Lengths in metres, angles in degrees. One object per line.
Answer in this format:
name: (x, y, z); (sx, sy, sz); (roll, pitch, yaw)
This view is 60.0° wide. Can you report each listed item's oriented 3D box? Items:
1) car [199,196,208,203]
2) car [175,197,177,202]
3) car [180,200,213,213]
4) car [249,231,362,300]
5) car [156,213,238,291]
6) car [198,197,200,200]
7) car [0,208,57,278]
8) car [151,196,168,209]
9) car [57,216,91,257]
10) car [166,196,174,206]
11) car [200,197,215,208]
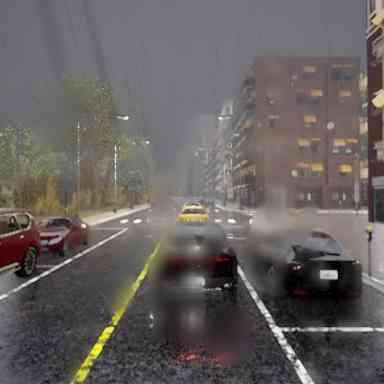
car: (2.681, 1.844, 80.585); (1.967, 1.590, 4.097); (1, 0, 0)
car: (-5.193, 1.981, 85.431); (2.008, 1.369, 4.403); (1, 0, 0)
car: (0.150, 1.553, 20.983); (1.801, 1.575, 5.366); (0, 0, 1)
car: (2.584, 1.605, 8.353); (1.947, 1.339, 4.313); (1, 0, 0)
car: (0.112, 1.548, 9.077); (1.837, 1.490, 4.892); (0, 0, 0)
car: (2.665, 1.923, 69.218); (1.802, 1.307, 4.206); (1, 0, 0)
car: (-5.295, 1.350, 7.608); (2.192, 1.841, 5.009); (1, 0, 0)
car: (-5.239, 1.791, 51.376); (1.887, 1.381, 4.507); (1, 0, 0)
car: (-5.290, 1.643, 13.261); (1.802, 1.307, 4.206); (1, 0, 0)
car: (-5.221, 1.621, 62.729); (2.192, 1.841, 5.009); (1, 0, 0)
car: (2.643, 1.802, 52.169); (2.008, 1.369, 4.403); (1, 0, 0)
